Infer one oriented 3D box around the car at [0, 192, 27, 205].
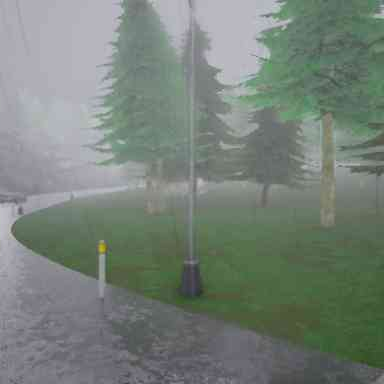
[{"bbox_3d":[-22.722,0.742,42.495,2.128,1.511,4.902,0,3,-8],"label":"car"}]
